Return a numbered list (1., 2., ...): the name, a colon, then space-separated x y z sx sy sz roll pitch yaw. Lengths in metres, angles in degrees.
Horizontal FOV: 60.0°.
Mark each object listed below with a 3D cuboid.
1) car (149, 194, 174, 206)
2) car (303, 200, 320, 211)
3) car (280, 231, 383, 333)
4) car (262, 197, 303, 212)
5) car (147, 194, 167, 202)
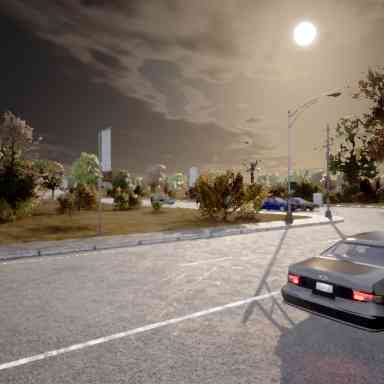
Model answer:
1. car: -4.638 1.340 52.649 2.128 1.511 4.902 -1 0 -39
2. car: 11.717 1.363 37.964 2.033 1.411 5.357 -1 0 -39
3. car: 4.103 1.528 6.695 5.357 1.411 2.033 0 0 -36
4. car: 8.935 1.318 35.832 1.882 1.535 5.008 -1 0 -40
5. car: -7.740 1.260 73.374 1.882 1.535 5.008 -1 0 -38
